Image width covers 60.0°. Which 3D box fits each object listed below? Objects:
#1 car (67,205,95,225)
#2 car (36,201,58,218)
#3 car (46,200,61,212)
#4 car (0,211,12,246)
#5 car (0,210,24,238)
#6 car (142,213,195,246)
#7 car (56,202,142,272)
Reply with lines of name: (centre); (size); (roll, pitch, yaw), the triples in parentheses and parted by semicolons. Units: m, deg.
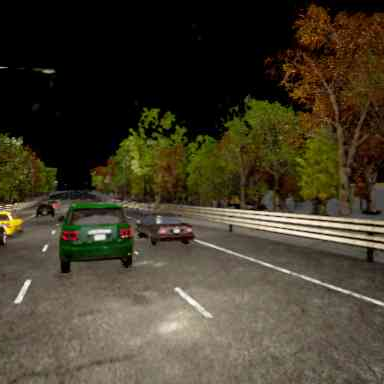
car: (-9.990, 1.988, 29.819); (2.128, 1.511, 4.902); (-1, -1, -20)
car: (-17.385, 2.201, 39.711); (1.882, 1.535, 5.008); (-1, 0, -20)
car: (-23.223, 2.276, 55.809); (2.097, 1.767, 4.553); (-1, 0, -20)
car: (-9.338, 1.816, 14.353); (1.837, 1.490, 4.892); (-1, -1, -20)
car: (-11.445, 1.865, 20.176); (1.801, 1.575, 5.366); (-1, -1, -20)
car: (-1.506, 1.763, 16.676); (2.033, 1.411, 5.357); (-1, -1, -20)
car: (-3.505, 1.413, 11.888); (2.150, 2.045, 5.566); (-1, -1, -20)
